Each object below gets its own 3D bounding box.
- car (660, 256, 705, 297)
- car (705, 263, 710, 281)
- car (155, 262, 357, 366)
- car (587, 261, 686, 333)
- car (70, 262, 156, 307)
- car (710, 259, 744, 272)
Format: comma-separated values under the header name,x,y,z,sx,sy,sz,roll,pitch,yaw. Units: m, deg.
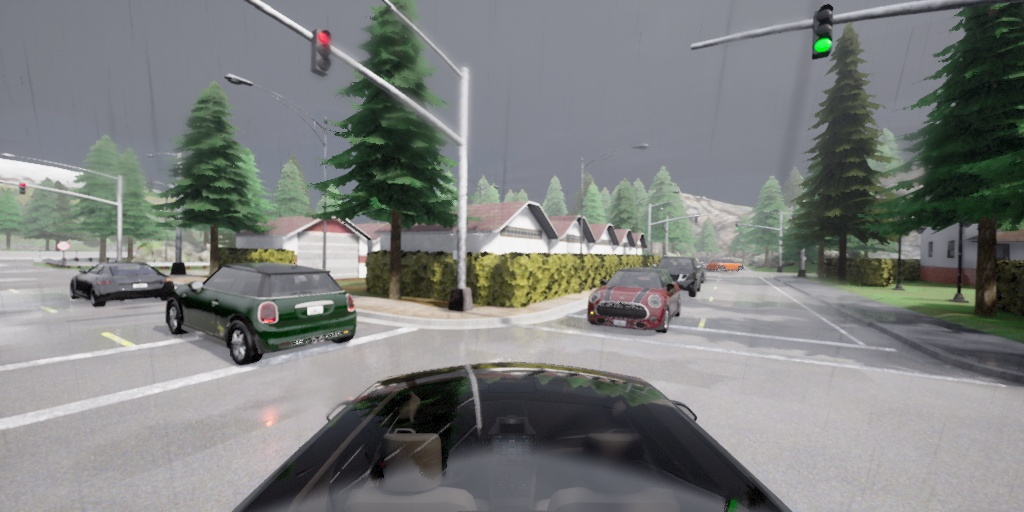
name,x,y,z,sx,sy,sz,roll,pitch,yaw
car,9.269,1.041,20.093,2.150,2.045,5.566,1,1,31
car,14.534,1.328,28.864,1.837,1.490,4.892,1,1,31
car,-5.555,0.917,7.890,4.553,1.767,2.097,4,2,31
car,3.992,1.168,11.319,2.097,1.767,4.553,1,1,31
car,-14.151,0.898,13.015,4.181,1.385,1.994,2,1,31
car,28.200,1.216,47.353,4.553,1.767,2.097,1,0,-17
